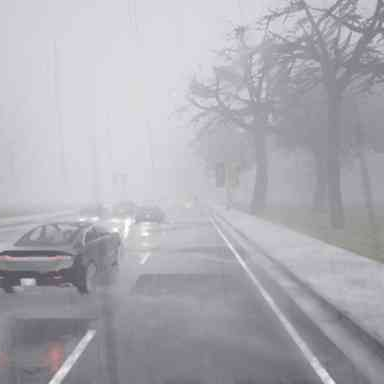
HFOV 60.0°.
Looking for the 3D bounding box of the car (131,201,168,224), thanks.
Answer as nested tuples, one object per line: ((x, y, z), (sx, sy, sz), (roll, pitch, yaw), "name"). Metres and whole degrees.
((-3.137, 1.671, 25.499), (1.994, 1.385, 4.181), (0, 0, 0), "car")

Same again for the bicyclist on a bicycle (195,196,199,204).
((0.920, 1.635, 59.456), (0.659, 1.776, 1.843), (0, 0, 0), "bicyclist on a bicycle")

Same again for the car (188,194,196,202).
((0.039, 1.551, 86.980), (2.150, 2.045, 5.566), (0, 0, 0), "car")

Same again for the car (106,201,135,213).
((-6.576, 1.636, 33.044), (2.128, 1.511, 4.902), (0, 0, 0), "car")

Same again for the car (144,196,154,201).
((-9.717, 1.741, 74.908), (1.882, 1.535, 5.008), (0, 0, 0), "car")

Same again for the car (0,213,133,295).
((-3.145, 1.527, 8.814), (2.128, 1.511, 4.902), (0, 0, 0), "car")

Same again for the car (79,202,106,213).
((-9.825, 1.708, 33.287), (1.994, 1.385, 4.181), (0, 0, 0), "car")

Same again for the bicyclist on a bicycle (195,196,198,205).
((0.924, 1.679, 68.457), (0.659, 1.776, 1.843), (0, 0, 0), "bicyclist on a bicycle")

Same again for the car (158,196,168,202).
((-6.467, 1.735, 74.141), (1.837, 1.490, 4.892), (0, 0, 0), "car")
